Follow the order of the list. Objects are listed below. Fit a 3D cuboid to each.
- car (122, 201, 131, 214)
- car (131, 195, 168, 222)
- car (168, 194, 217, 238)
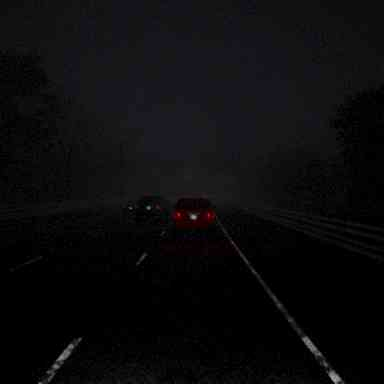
[{"bbox_3d":[-6.276,1.635,36.280,1.994,1.385,4.181,0,0,2],"label":"car"},{"bbox_3d":[-3.127,1.279,27.266,2.150,2.045,5.566,0,0,2],"label":"car"},{"bbox_3d":[0.131,1.269,18.187,2.150,2.045,5.566,0,0,1],"label":"car"}]
